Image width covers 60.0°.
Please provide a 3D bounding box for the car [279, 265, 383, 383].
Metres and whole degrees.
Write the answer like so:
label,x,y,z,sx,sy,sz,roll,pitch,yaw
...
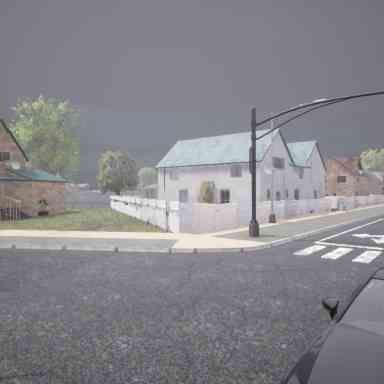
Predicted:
label,x,y,z,sx,sy,sz,roll,pitch,yaw
car,2.506,1.524,3.367,1.812,1.442,4.674,0,0,41
